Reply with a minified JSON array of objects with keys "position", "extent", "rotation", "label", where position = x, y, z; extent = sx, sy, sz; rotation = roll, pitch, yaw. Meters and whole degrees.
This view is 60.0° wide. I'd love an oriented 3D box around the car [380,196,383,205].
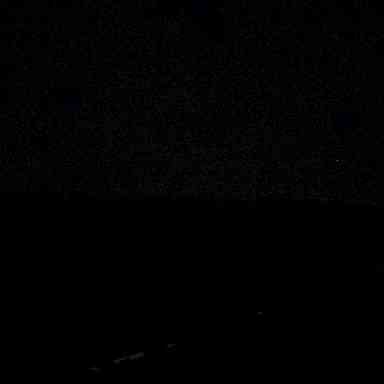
[{"position":[32.891,1.388,55.006],"extent":[2.097,1.767,4.553],"rotation":[1,1,13],"label":"car"}]
